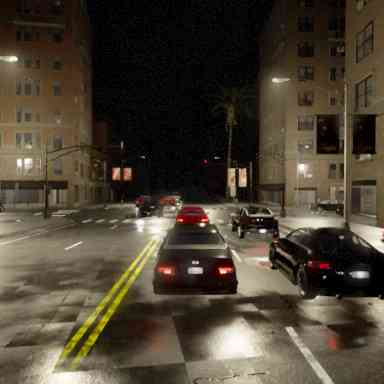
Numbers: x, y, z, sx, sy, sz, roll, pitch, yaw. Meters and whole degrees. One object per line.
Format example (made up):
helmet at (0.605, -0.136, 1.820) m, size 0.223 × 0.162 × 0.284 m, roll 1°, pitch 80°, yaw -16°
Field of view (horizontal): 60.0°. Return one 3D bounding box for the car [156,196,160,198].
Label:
car at (-6.864, 1.555, 62.974) m, size 1.994 × 1.385 × 4.181 m, roll 0°, pitch 0°, yaw 0°

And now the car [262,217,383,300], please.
car at (3.268, 1.563, 8.418) m, size 1.994 × 1.385 × 4.181 m, roll 0°, pitch 0°, yaw 1°

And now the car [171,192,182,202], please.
car at (-3.590, 1.208, 69.319) m, size 2.150 × 2.045 × 5.566 m, roll 0°, pitch 0°, yaw 0°

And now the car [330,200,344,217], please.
car at (16.057, 1.763, 31.839) m, size 4.313 × 1.339 × 1.947 m, roll 0°, pitch 0°, yaw 0°

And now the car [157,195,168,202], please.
car at (-6.882, 1.501, 77.929) m, size 2.128 × 1.511 × 4.902 m, roll 0°, pitch 0°, yaw 0°

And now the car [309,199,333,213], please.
car at (15.836, 1.602, 37.778) m, size 4.902 × 1.511 × 2.128 m, roll 0°, pitch 1°, yaw 2°

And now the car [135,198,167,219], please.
car at (-3.493, 1.533, 28.908) m, size 1.837 × 1.490 × 4.892 m, roll 0°, pitch 0°, yaw 0°

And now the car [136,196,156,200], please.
car at (-6.830, 1.346, 47.855) m, size 2.097 × 1.767 × 4.553 m, roll 0°, pitch 0°, yaw 0°

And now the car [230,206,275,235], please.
car at (3.165, 1.502, 17.331) m, size 1.837 × 1.490 × 4.892 m, roll 0°, pitch 0°, yaw 0°

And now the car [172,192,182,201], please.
car at (-3.656, 1.141, 82.704) m, size 2.150 × 2.045 × 5.566 m, roll 0°, pitch 0°, yaw 0°

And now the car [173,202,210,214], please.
car at (0.011, 1.523, 18.374) m, size 1.812 × 1.442 × 4.674 m, roll 0°, pitch 0°, yaw 0°

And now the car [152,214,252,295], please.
car at (0.049, 1.546, 8.847) m, size 2.033 × 1.411 × 5.357 m, roll 0°, pitch 0°, yaw 0°

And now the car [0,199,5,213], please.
car at (-20.521, 1.399, 31.846) m, size 4.674 × 1.442 × 1.812 m, roll 0°, pitch 1°, yaw -8°

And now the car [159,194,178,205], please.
car at (-3.600, 1.472, 52.233) m, size 1.882 × 1.535 × 5.008 m, roll 0°, pitch 0°, yaw 0°
